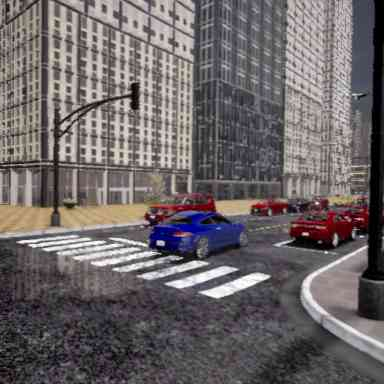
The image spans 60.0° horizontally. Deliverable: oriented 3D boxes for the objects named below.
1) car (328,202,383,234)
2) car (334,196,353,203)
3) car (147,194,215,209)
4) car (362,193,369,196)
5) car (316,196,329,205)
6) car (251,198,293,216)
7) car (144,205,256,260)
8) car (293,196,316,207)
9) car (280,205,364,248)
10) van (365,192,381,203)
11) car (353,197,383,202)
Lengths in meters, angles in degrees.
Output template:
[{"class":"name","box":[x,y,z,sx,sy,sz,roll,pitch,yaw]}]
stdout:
[{"class":"car","box":[9.432,1.487,18.870,1.887,1.381,4.507,2,1,40]},{"class":"car","box":[20.800,1.202,45.242,1.752,1.417,4.829,2,1,40]},{"class":"car","box":[-0.529,1.045,20.066,2.192,1.841,5.009,2,1,40]},{"class":"car","box":[28.058,1.208,53.806,1.887,1.381,4.507,2,1,40]},{"class":"car","box":[13.764,1.131,36.937,1.967,1.590,4.097,2,1,40]},{"class":"car","box":[6.615,1.253,28.503,1.887,1.381,4.507,2,1,40]},{"class":"car","box":[0.389,1.420,12.213,1.812,1.442,4.674,1,1,36]},{"class":"car","box":[10.189,1.265,32.721,1.947,1.339,4.313,2,1,40]},{"class":"car","box":[5.859,1.498,14.654,1.887,1.381,4.507,2,1,40]},{"class":"van","box":[31.634,0.999,58.020,1.690,1.788,3.998,2,1,40]},{"class":"car","box":[13.007,1.372,23.086,1.967,1.590,4.097,2,1,40]}]
